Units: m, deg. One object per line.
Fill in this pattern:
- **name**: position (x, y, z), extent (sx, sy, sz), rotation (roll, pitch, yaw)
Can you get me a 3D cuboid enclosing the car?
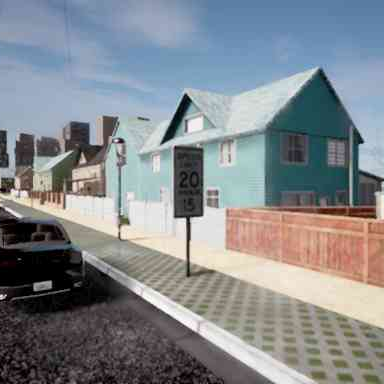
- **car**: position (-3.952, 1.360, 7.828), extent (1.837, 1.490, 4.892), rotation (-1, 1, -34)
